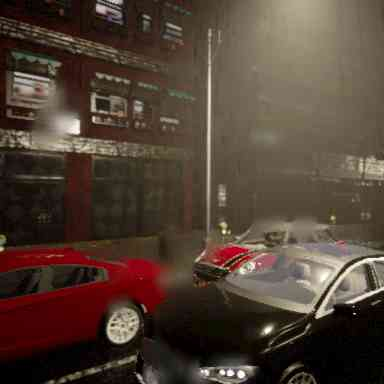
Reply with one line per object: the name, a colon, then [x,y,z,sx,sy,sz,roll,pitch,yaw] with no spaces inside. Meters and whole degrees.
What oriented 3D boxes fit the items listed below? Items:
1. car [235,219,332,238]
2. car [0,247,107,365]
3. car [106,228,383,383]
car: [1.985,1.492,7.973,4.097,1.590,1.967,1,0,-36]
car: [-2.525,1.549,4.756,4.507,1.381,1.887,1,0,-35]
car: [1.624,1.524,4.537,4.902,1.511,2.128,1,0,-36]
